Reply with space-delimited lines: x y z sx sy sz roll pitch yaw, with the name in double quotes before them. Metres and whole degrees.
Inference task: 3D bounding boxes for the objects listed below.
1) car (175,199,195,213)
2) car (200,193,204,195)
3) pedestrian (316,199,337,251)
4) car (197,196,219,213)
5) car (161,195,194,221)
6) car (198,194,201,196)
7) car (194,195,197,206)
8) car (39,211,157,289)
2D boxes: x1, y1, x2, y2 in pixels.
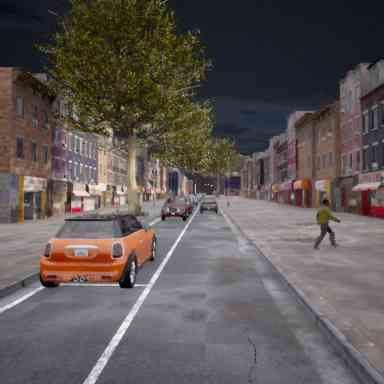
"car" -0.751 1.521 38.378 1.887 1.381 4.507 2 0 3
"car" 1.159 1.546 77.078 1.802 1.307 4.206 2 0 3
"pedestrian" 4.786 1.136 11.881 0.375 1.860 0.375 -2 -2 3
"car" 1.858 1.470 36.426 2.128 1.511 4.902 0 0 3
"car" -1.290 1.299 27.321 2.192 1.841 5.009 2 0 3
"car" 0.071 1.407 54.964 1.967 1.590 4.097 2 0 3
"car" -1.017 1.295 32.849 2.192 1.841 5.009 2 0 3
"car" -2.315 1.348 9.395 2.097 1.767 4.553 0 0 3
